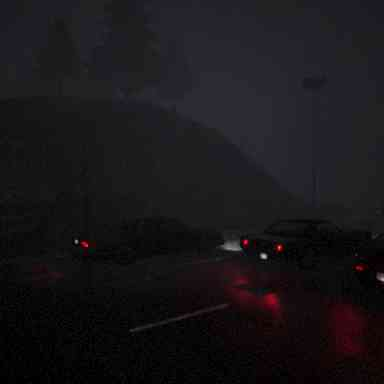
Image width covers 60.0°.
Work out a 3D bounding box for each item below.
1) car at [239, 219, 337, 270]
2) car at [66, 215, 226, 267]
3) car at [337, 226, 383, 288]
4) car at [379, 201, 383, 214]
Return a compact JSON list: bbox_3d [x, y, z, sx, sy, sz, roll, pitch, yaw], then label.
[{"bbox_3d":[3.857,1.526,10.802,4.718,1.301,1.895,-1,0,-36],"label":"car"},{"bbox_3d":[-1.393,1.504,11.353,5.357,1.411,2.033,-1,0,-36],"label":"car"},{"bbox_3d":[5.573,1.454,7.726,4.674,1.442,1.812,0,0,-36],"label":"car"},{"bbox_3d":[18.044,1.290,29.805,2.033,1.411,5.357,0,0,24],"label":"car"}]
